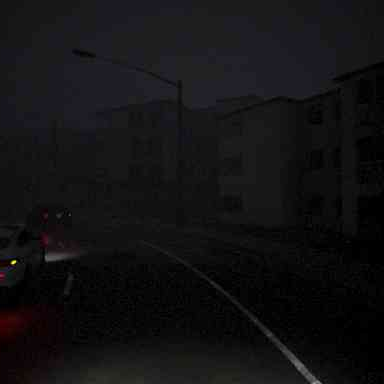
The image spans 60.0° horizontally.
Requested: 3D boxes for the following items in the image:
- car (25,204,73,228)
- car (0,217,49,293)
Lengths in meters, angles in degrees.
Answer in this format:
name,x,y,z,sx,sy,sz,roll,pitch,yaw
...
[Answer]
name,x,y,z,sx,sy,sz,roll,pitch,yaw
car,-10.251,1.641,23.615,2.097,1.767,4.553,0,-1,-42
car,-5.094,1.645,8.782,1.812,1.442,4.674,0,-1,-18
